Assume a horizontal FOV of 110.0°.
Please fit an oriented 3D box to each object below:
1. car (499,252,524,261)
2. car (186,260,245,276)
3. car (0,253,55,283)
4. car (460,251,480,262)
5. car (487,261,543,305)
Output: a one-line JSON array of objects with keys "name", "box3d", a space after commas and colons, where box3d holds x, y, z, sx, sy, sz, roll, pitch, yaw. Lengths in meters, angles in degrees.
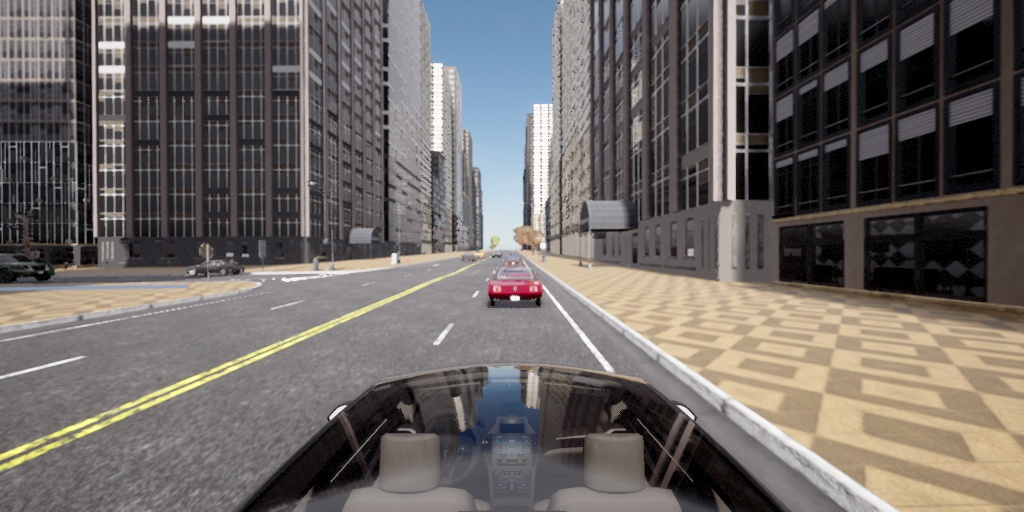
[{"name": "car", "box3d": [0.131, 0.601, 33.173, 2.033, 1.411, 5.357, 0, 2, 0]}, {"name": "car", "box3d": [-25.611, 0.995, 31.032, 4.403, 1.370, 2.007, 0, 0, -1]}, {"name": "car", "box3d": [-35.668, 0.832, 25.008, 5.566, 2.045, 2.150, -1, 0, -1]}, {"name": "car", "box3d": [-6.472, 0.158, 53.535, 2.033, 1.411, 5.357, 0, 1, 1]}, {"name": "car", "box3d": [0.118, 1.073, 14.119, 1.895, 1.301, 4.718, 0, 1, 0]}]
